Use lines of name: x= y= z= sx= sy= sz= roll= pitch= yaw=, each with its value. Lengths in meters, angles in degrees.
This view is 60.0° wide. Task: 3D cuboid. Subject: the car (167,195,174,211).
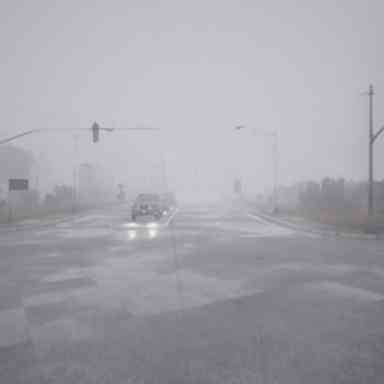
car: x=-3.564 y=1.399 z=38.160 sx=2.033 sy=1.411 sz=5.357 roll=0 pitch=0 yaw=0

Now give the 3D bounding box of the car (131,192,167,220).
car: x=-3.576 y=1.114 z=27.546 sx=2.150 sy=2.045 sz=5.566 roll=0 pitch=0 yaw=0

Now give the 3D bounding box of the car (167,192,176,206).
car: x=-3.544 y=1.018 z=49.712 sx=2.150 sy=2.045 sz=5.566 roll=0 pitch=2 yaw=0
